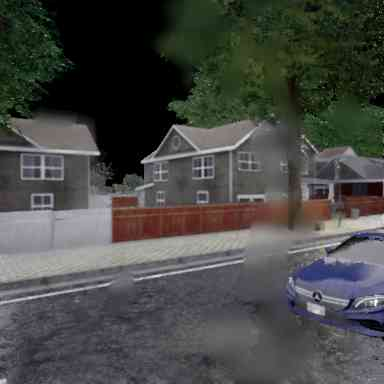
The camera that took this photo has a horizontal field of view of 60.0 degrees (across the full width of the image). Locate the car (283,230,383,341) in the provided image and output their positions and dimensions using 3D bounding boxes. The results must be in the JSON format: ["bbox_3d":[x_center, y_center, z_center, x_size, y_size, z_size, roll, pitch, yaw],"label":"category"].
[{"bbox_3d":[3.782,1.505,6.409,4.674,1.442,1.812,0,0,-35],"label":"car"}]
